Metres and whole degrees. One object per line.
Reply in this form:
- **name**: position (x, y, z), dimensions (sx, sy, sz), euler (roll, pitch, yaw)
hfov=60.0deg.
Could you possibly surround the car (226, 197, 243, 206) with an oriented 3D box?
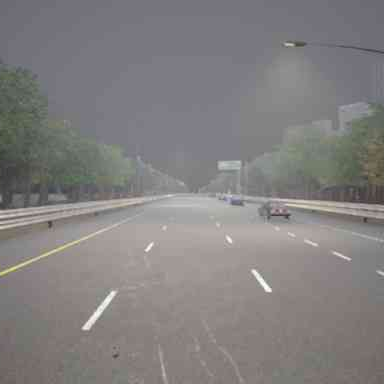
- **car**: position (7.168, 1.534, 54.260), dimensions (1.882, 1.535, 5.008), euler (0, 0, 0)

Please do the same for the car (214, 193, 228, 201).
- **car**: position (7.381, 1.403, 82.527), dimensions (2.097, 1.767, 4.553), euler (0, 0, 1)

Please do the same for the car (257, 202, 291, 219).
- **car**: position (7.049, 1.566, 28.853), dimensions (2.033, 1.411, 5.357), euler (0, 0, 0)
